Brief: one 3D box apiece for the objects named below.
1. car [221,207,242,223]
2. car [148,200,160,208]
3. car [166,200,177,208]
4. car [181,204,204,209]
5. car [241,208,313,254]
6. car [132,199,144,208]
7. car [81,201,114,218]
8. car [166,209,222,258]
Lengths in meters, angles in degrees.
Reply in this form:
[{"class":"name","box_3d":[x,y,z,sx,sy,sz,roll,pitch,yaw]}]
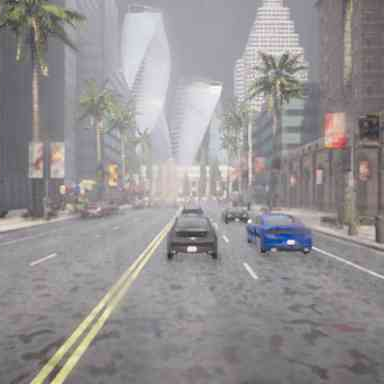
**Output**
[{"class":"car","box_3d":[3.540,1.919,28.201,1.895,1.301,4.718,0,-1,0]},{"class":"car","box_3d":[-7.344,2.214,64.050,2.128,1.511,4.902,0,-1,0]},{"class":"car","box_3d":[-3.848,2.239,63.546,1.812,1.442,4.674,0,-1,0]},{"class":"car","box_3d":[0.044,1.806,29.225,1.882,1.535,5.008,0,0,0]},{"class":"car","box_3d":[3.525,1.639,14.232,1.882,1.535,5.008,0,0,0]},{"class":"car","box_3d":[-10.417,2.205,64.507,2.231,1.521,4.892,0,-1,-1]},{"class":"car","box_3d":[-10.115,1.749,35.137,2.185,1.767,4.553,0,-1,-1]},{"class":"car","box_3d":[0.019,1.660,13.502,1.837,1.490,4.892,0,0,0]}]
